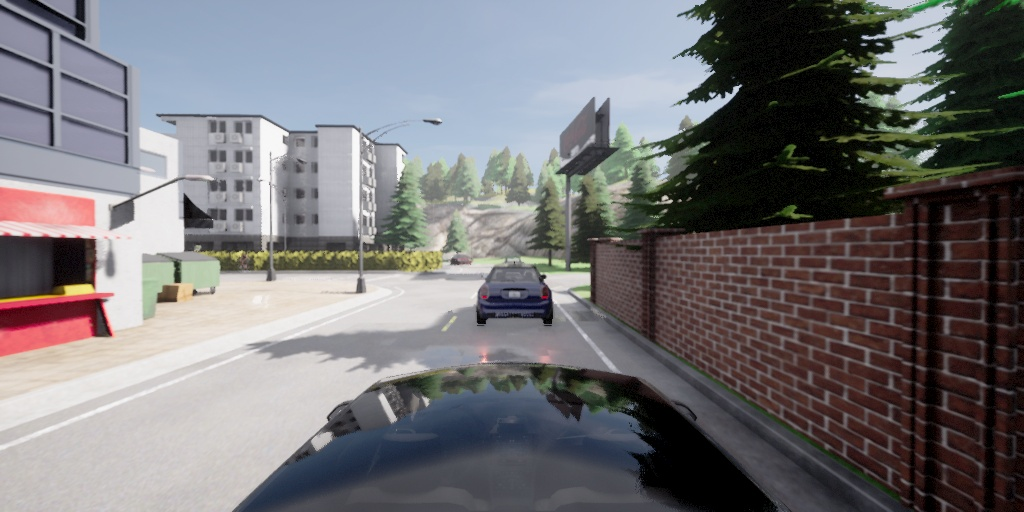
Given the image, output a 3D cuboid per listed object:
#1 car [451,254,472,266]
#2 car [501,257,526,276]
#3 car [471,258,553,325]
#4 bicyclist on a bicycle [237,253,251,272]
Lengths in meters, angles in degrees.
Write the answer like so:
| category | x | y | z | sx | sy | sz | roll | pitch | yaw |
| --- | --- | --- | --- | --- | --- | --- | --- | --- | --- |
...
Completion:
| category | x | y | z | sx | sy | sz | roll | pitch | yaw |
| --- | --- | --- | --- | --- | --- | --- | --- | --- | --- |
| car | -7.364 | 0.515 | 52.009 | 2.097 | 1.767 | 4.553 | 0 | 1 | -23 |
| car | 0.087 | 0.877 | 32.662 | 2.128 | 1.511 | 4.902 | 0 | 1 | 0 |
| car | 0.077 | 0.989 | 11.477 | 2.097 | 1.767 | 4.553 | 0 | 1 | 0 |
| bicyclist on a bicycle | -23.051 | 0.533 | 30.902 | 0.582 | 1.620 | 1.656 | 0 | 1 | -1 |
